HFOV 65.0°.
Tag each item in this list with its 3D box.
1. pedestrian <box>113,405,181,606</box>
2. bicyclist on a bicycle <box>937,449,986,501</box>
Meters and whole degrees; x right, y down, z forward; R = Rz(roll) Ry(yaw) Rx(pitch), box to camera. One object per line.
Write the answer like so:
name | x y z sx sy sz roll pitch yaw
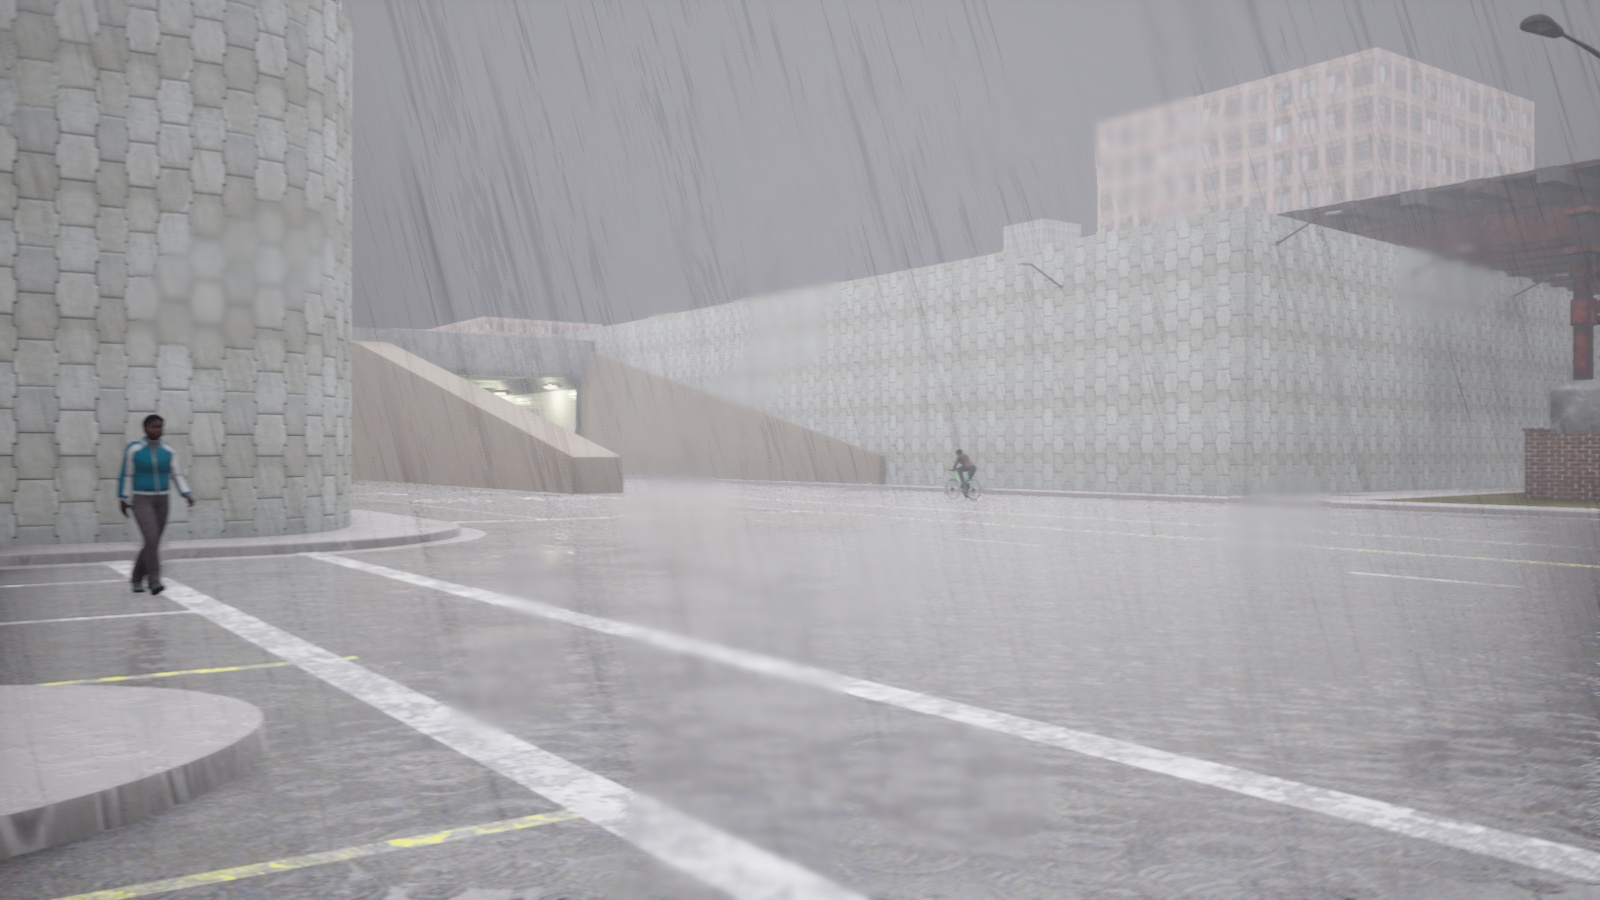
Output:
pedestrian | -6.460 0.533 12.411 0.692 1.930 0.396 0 0 44
bicyclist on a bicycle | 5.125 0.774 39.880 0.582 1.620 1.656 0 0 -34
